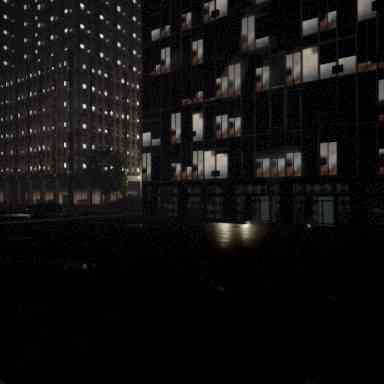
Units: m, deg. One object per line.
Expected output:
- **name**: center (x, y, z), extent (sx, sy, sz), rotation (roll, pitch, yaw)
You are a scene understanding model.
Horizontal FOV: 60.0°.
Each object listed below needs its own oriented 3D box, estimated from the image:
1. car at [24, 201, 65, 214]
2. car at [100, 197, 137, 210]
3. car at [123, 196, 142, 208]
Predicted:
- **car**: center (-16.229, 1.666, 36.721), extent (1.994, 1.385, 4.181), rotation (0, 0, 34)
- **car**: center (-10.186, 1.746, 45.482), extent (1.895, 1.301, 4.718), rotation (0, 0, 35)
- **car**: center (-9.748, 1.487, 50.704), extent (2.192, 1.841, 5.009), rotation (-1, -1, 35)
